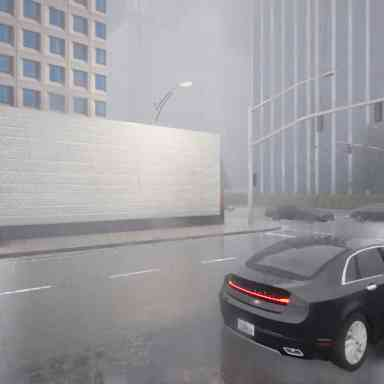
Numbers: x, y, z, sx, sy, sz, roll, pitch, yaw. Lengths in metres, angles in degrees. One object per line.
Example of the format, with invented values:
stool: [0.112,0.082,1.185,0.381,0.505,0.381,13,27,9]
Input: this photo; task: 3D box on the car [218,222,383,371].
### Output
car: [2.682,1.505,5.713,4.892,1.490,1.837,0,0,-35]

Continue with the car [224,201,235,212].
car: [2.905,1.547,38.613,2.128,1.511,4.902,0,0,-36]

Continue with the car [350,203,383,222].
car: [13.686,1.554,23.573,1.812,1.442,4.674,0,0,-36]

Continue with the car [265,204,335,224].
car: [8.057,1.598,25.412,2.033,1.411,5.357,0,0,-36]
